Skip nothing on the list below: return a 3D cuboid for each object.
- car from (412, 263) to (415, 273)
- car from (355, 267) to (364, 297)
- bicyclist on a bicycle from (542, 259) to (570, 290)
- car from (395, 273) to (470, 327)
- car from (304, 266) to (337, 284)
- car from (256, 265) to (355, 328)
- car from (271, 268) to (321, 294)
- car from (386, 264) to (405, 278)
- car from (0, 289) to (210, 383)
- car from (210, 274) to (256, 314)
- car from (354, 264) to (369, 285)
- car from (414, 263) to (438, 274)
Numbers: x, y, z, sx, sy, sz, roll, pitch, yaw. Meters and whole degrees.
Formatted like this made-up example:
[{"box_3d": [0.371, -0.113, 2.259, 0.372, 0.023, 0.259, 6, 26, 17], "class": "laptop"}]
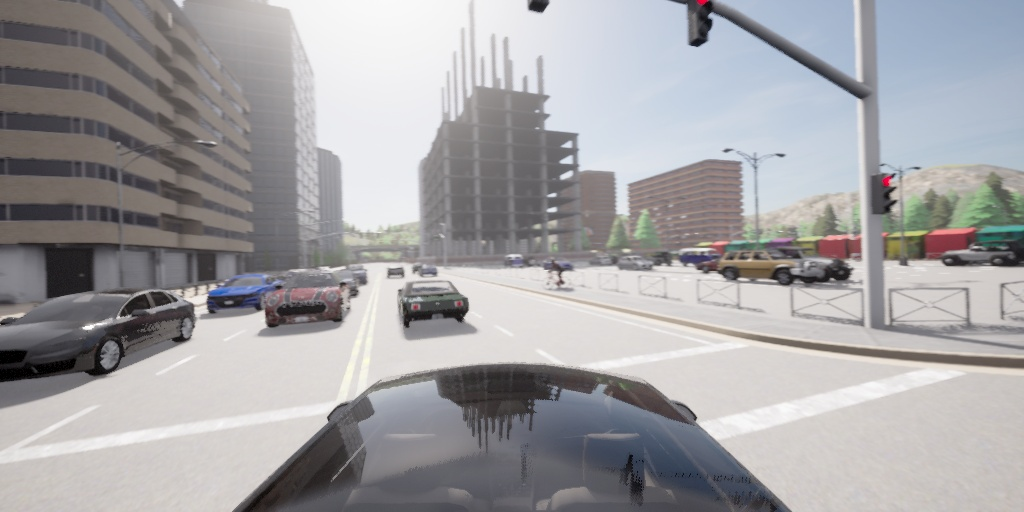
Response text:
[{"box_3d": [-13.062, 1.679, 50.530, 1.837, 1.490, 4.892, -2, 0, -20], "class": "car"}, {"box_3d": [-10.062, 1.597, 21.223, 1.812, 1.442, 4.674, -2, 0, -20], "class": "car"}, {"box_3d": [2.338, 0.983, 19.127, 1.656, 1.620, 0.582, -2, 0, -20], "class": "bicyclist on a bicycle"}, {"box_3d": [-2.860, 1.443, 12.167, 1.895, 1.301, 4.718, -2, 0, -20], "class": "car"}, {"box_3d": [-18.981, 1.847, 35.796, 2.128, 1.511, 4.902, -2, 0, -19], "class": "car"}, {"box_3d": [-7.058, 1.326, 12.816, 2.097, 1.767, 4.553, -2, 0, -20], "class": "car"}, {"box_3d": [-15.552, 1.736, 26.140, 2.128, 1.511, 4.902, -2, 0, -20], "class": "car"}, {"box_3d": [-13.250, 1.669, 40.866, 2.128, 1.511, 4.902, -2, 0, -19], "class": "car"}, {"box_3d": [-9.011, 1.539, 7.916, 1.837, 1.490, 4.892, -2, 0, -20], "class": "car"}, {"box_3d": [-12.150, 1.613, 16.650, 1.882, 1.535, 5.008, -2, 0, -20], "class": "car"}, {"box_3d": [-13.434, 1.531, 30.603, 2.097, 1.767, 4.553, -2, 0, -20], "class": "car"}, {"box_3d": [-9.626, 1.610, 41.111, 2.033, 1.411, 5.357, -2, 0, -19], "class": "car"}]
